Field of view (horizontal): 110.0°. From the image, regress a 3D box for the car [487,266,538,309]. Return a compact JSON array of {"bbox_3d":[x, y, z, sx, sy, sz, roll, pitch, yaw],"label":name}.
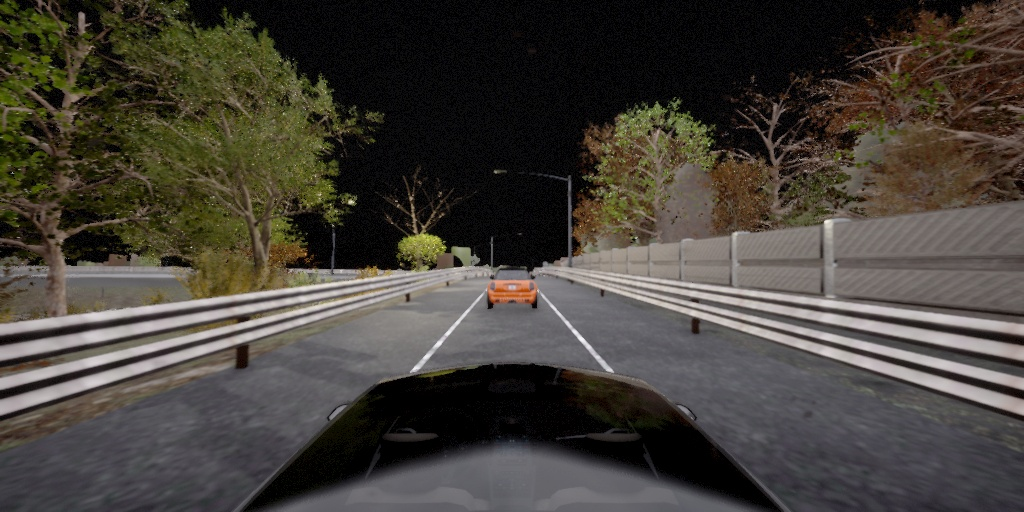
[{"bbox_3d":[0.027,1.308,16.407,2.097,1.767,4.553,0,-1,0],"label":"car"}]
